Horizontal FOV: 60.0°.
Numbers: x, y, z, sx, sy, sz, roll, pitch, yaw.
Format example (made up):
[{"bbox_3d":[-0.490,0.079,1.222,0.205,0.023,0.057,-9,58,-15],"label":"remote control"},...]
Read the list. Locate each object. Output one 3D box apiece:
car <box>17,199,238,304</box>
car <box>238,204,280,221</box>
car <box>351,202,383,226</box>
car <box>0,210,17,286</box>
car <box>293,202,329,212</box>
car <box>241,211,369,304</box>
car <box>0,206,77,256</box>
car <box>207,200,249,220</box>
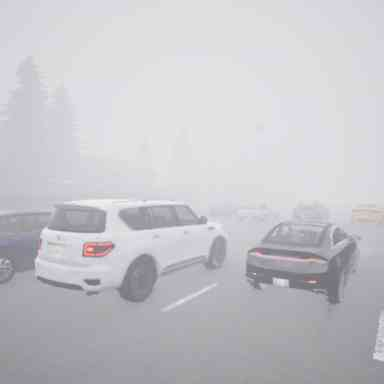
[{"bbox_3d":[-1.062,1.181,8.456,2.150,2.045,5.566,0,0,32],"label":"car"},{"bbox_3d":[5.106,1.529,24.966,1.895,1.301,4.718,0,0,32],"label":"car"},{"bbox_3d":[12.591,1.449,23.740,1.882,1.535,5.008,0,0,32],"label":"car"},{"bbox_3d":[-4.453,1.290,9.633,2.097,1.767,4.553,0,0,32],"label":"car"},{"bbox_3d":[8.699,1.442,24.116,2.128,1.511,4.902,0,0,32],"label":"car"},{"bbox_3d":[2.951,1.473,8.281,2.128,1.511,4.902,0,0,32],"label":"car"},{"bbox_3d":[-6.920,1.393,12.295,1.882,1.535,5.008,0,0,32],"label":"car"},{"bbox_3d":[3.167,1.469,28.468,1.994,1.385,4.181,0,0,32],"label":"car"}]
